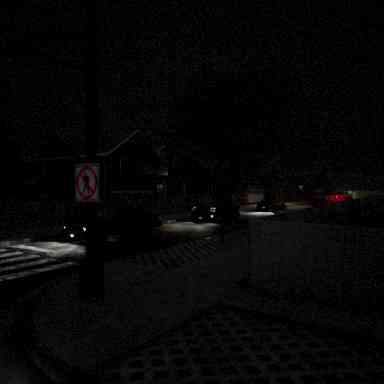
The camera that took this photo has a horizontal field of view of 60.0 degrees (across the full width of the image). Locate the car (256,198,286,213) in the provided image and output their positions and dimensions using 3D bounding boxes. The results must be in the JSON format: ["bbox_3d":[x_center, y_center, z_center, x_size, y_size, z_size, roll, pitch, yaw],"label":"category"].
[{"bbox_3d":[8.087,1.307,33.978,1.994,1.385,4.181,0,1,34],"label":"car"}]

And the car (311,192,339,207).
[{"bbox_3d":[16.044,1.145,40.542,1.882,1.535,5.008,0,1,35],"label":"car"}]

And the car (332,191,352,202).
[{"bbox_3d":[21.892,0.801,48.705,2.150,2.045,5.566,0,1,38],"label":"car"}]

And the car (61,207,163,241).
[{"bbox_3d":[-3.684,1.460,16.486,2.033,1.411,5.357,0,1,33],"label":"car"}]

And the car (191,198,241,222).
[{"bbox_3d":[1.823,1.187,24.689,2.097,1.767,4.553,0,1,34],"label":"car"}]
